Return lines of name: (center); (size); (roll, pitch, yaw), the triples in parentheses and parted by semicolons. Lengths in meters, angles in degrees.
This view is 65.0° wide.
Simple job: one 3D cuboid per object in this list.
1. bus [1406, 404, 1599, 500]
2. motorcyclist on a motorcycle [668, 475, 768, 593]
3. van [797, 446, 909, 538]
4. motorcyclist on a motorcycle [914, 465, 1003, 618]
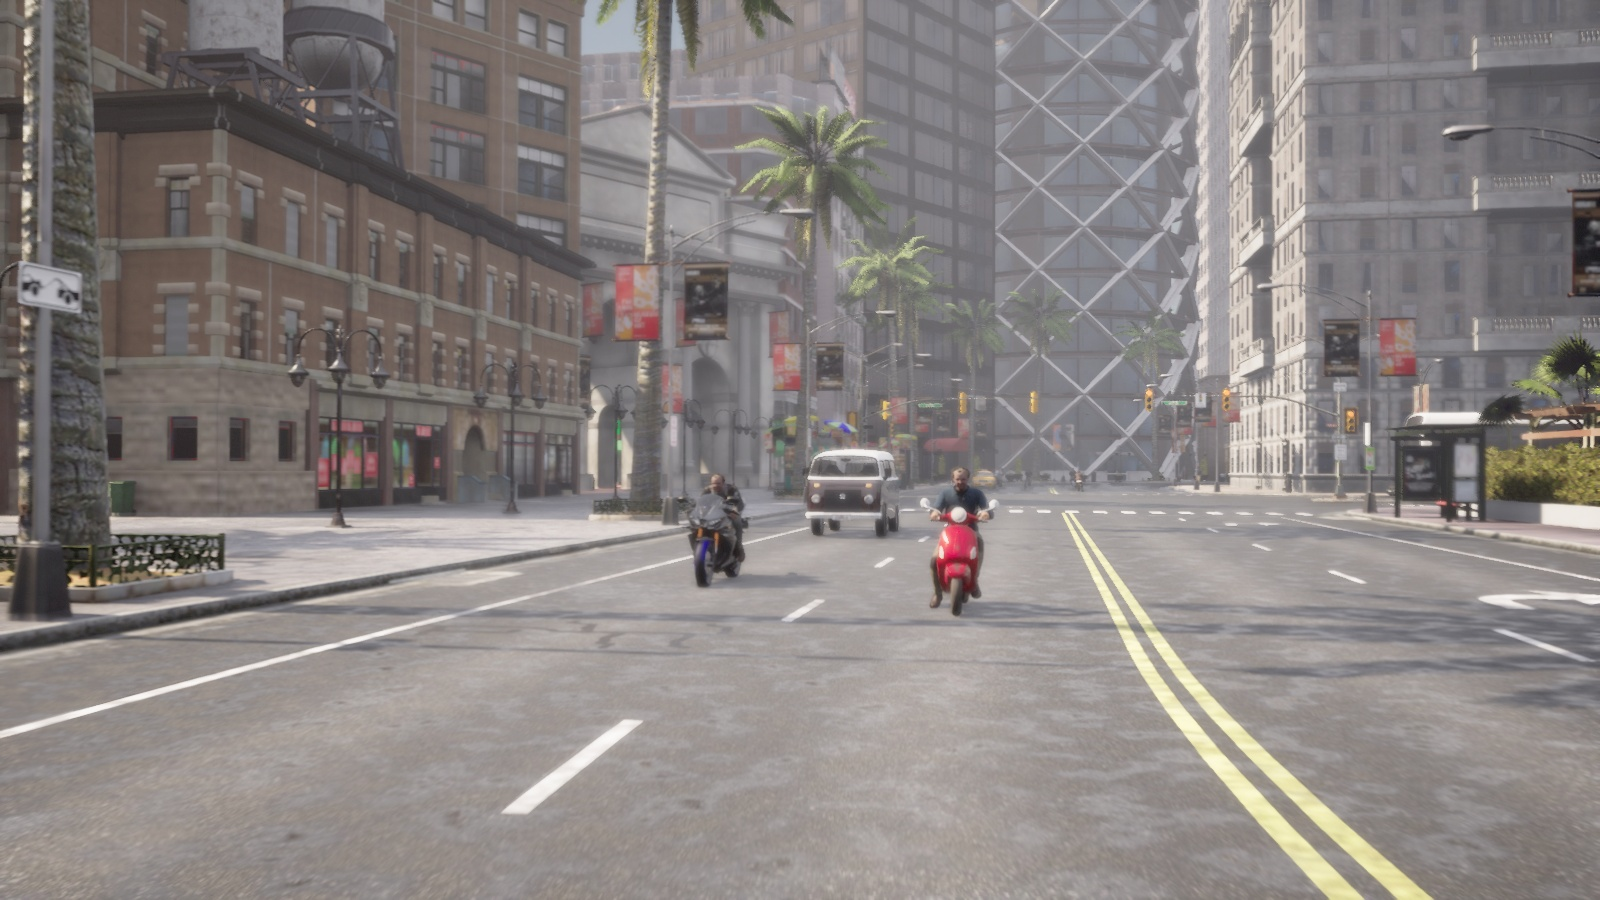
bus: (33.876, 0.136, 57.554); (10.273, 4.253, 3.944); (0, -1, 10)
motorcyclist on a motorcycle: (-1.101, 1.114, 17.493); (0.866, 1.530, 2.191); (-1, -1, 11)
van: (1.374, 0.992, 30.336); (2.069, 2.038, 4.480); (0, -2, 11)
motorcyclist on a motorcycle: (1.807, 0.970, 14.085); (0.866, 1.590, 1.817); (0, -1, 11)
